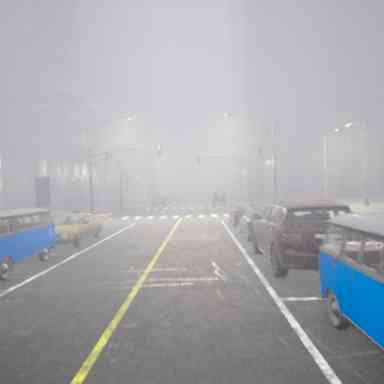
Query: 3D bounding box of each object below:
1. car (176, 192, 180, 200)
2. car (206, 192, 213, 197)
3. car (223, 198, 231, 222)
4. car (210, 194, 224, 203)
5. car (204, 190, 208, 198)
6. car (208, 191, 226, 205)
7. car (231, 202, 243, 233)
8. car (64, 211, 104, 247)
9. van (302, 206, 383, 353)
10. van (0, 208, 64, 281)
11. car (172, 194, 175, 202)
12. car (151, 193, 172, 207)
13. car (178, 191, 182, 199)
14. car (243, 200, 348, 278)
[{"bbox_3d":[-4.133,1.162,70.420,1.947,1.339,4.313,-2,0,1],"label":"car"},{"bbox_3d":[4.903,0.760,92.785,1.947,1.339,4.313,-2,0,1],"label":"car"},{"bbox_3d":[3.254,1.278,20.614,1.887,1.381,4.507,-2,0,1],"label":"car"},{"bbox_3d":[3.999,1.031,53.289,1.947,1.339,4.313,-2,0,1],"label":"car"},{"bbox_3d":[4.772,0.775,87.142,1.887,1.381,4.507,-2,0,1],"label":"car"},{"bbox_3d":[3.862,0.825,47.645,2.192,1.841,5.009,-2,0,1],"label":"car"},{"bbox_3d":[3.129,1.331,15.090,2.008,1.369,4.403,-2,0,1],"label":"car"},{"bbox_3d":[-5.397,1.563,15.128,1.752,1.417,4.829,-2,0,1],"label":"car"},{"bbox_3d":[2.872,1.219,4.040,1.690,1.788,3.998,-2,0,1],"label":"van"},{"bbox_3d":[-5.526,1.425,9.774,1.690,1.788,3.998,-2,0,1],"label":"van"},{"bbox_3d":[-4.528,1.036,53.493,2.192,1.841,5.009,-2,0,1],"label":"car"},{"bbox_3d":[-4.657,1.080,47.851,2.192,1.841,5.009,-2,0,1],"label":"car"},{"bbox_3d":[-4.009,1.084,75.891,1.752,1.417,4.829,-2,0,1],"label":"car"},{"bbox_3d":[2.996,1.144,9.565,2.192,1.841,5.009,-2,0,1],"label":"car"}]
